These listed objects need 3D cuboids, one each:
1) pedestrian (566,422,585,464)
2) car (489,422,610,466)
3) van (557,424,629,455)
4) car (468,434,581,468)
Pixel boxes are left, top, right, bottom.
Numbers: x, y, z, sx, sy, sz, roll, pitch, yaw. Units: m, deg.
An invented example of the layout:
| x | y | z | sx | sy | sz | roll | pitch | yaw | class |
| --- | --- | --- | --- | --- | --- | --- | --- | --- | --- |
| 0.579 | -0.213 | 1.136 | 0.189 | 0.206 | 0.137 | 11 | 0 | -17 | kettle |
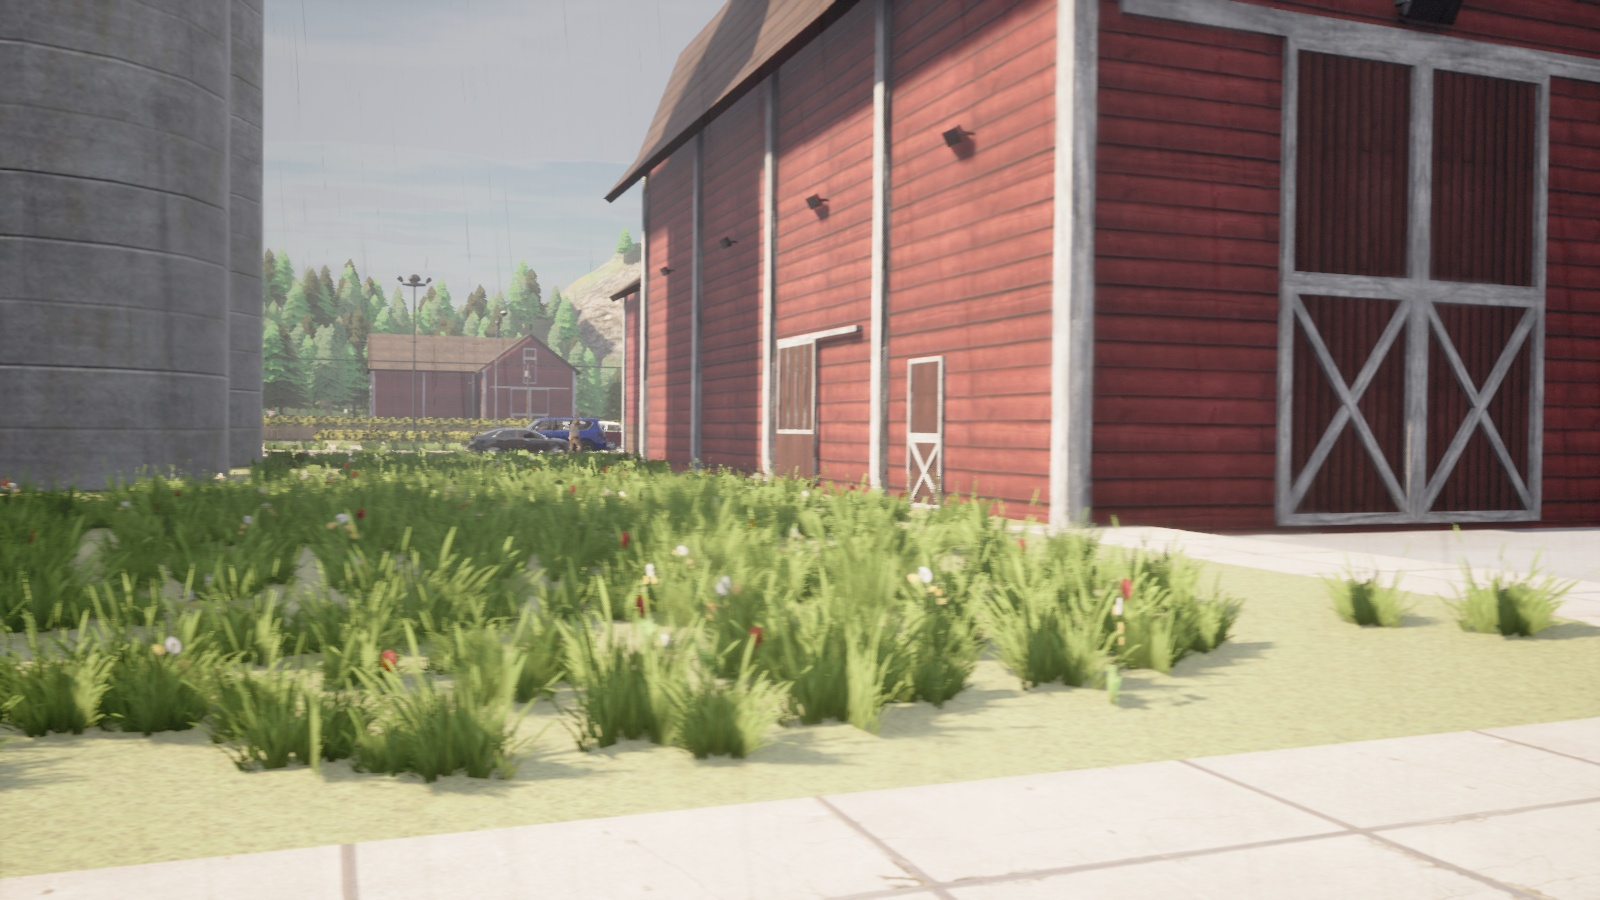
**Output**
| x | y | z | sx | sy | sz | roll | pitch | yaw | class |
| --- | --- | --- | --- | --- | --- | --- | --- | --- | --- |
| -9.785 | -0.305 | 54.738 | 0.694 | 1.848 | 0.540 | -1 | 1 | 0 | pedestrian |
| -12.367 | -0.333 | 62.086 | 5.566 | 2.045 | 2.150 | -1 | 1 | -21 | car |
| -14.091 | -0.699 | 85.404 | 4.480 | 2.038 | 2.069 | 0 | 1 | -20 | van |
| -12.768 | 0.021 | 58.194 | 4.892 | 1.490 | 1.837 | -1 | 1 | -21 | car |
